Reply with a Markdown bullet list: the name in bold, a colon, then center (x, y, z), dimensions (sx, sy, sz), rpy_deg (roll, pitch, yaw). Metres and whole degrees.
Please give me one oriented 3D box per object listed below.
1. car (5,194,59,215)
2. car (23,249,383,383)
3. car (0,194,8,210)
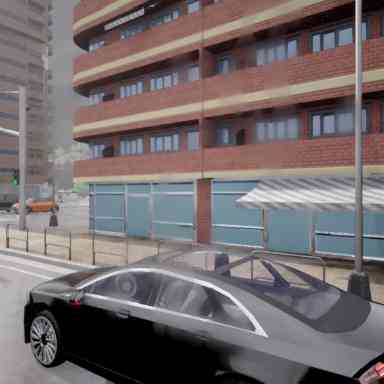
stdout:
- **car**: center (-16.249, 1.352, 34.471), dimensions (2.097, 1.767, 4.553), rpy_deg (0, 0, 36)
- **car**: center (-0.172, 1.491, 4.112), dimensions (4.902, 1.511, 2.128), rpy_deg (0, 0, 35)
- **car**: center (-20.174, 1.221, 35.029), dimensions (2.150, 2.045, 5.566), rpy_deg (0, 0, 35)
